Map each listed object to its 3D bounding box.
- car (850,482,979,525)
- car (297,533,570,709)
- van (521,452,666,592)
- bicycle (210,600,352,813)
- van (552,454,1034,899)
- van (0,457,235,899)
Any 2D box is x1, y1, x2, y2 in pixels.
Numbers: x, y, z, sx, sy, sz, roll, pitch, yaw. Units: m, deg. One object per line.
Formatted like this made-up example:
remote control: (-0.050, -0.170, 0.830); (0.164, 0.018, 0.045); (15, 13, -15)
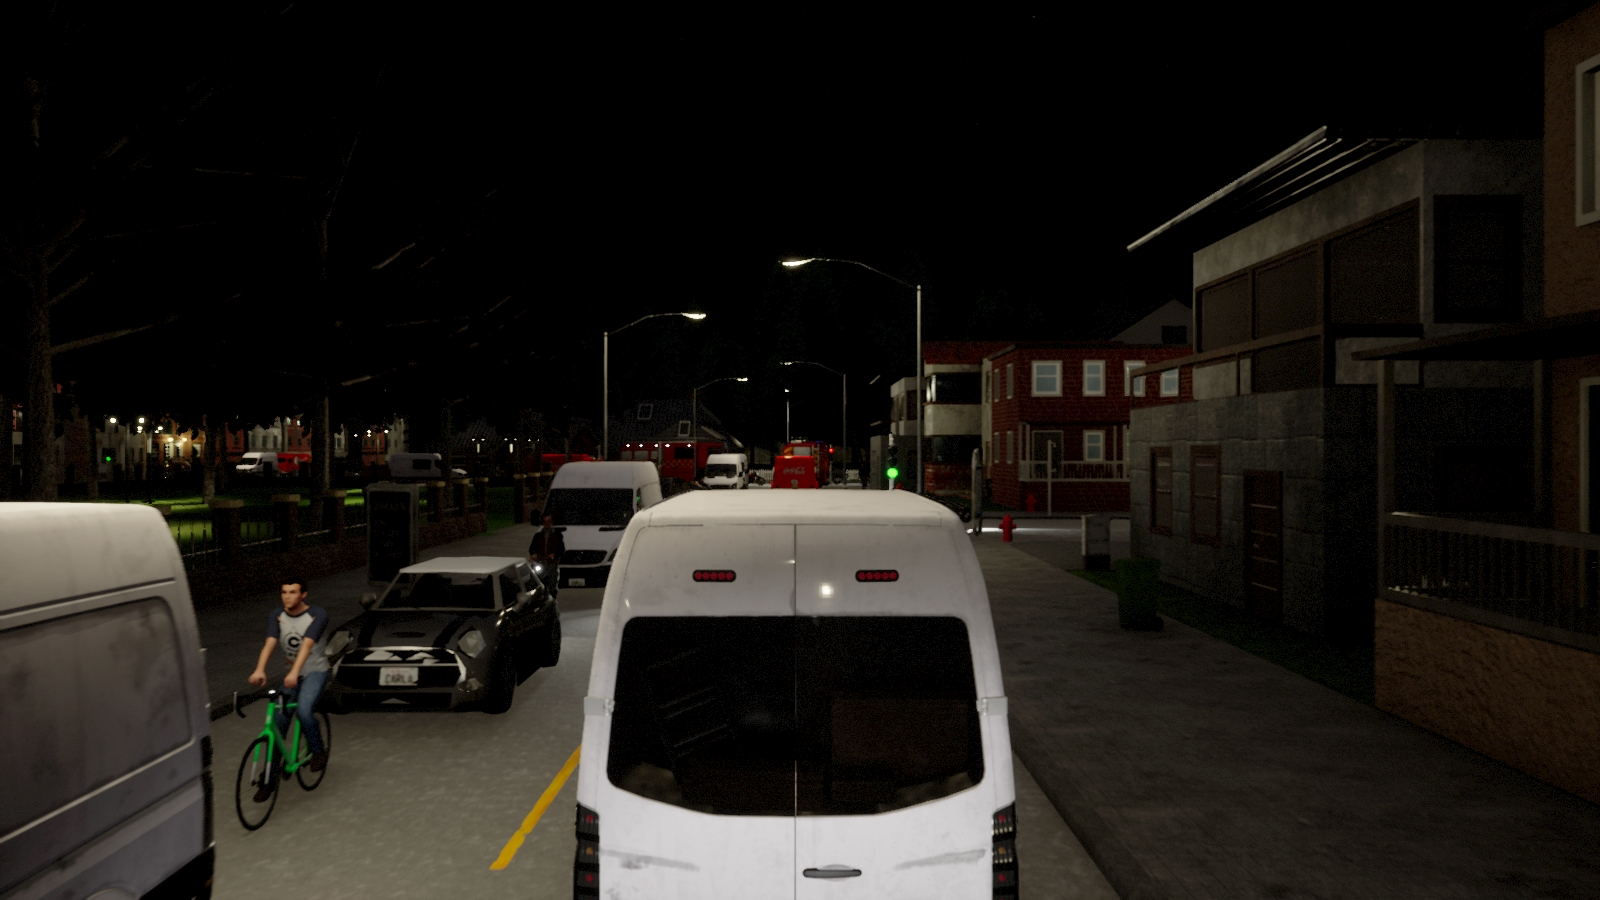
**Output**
car: (4.140, 1.903, 41.368); (4.181, 1.385, 1.994); (0, 0, 28)
car: (-4.044, 1.846, 13.314); (1.970, 1.475, 3.806); (0, 0, 0)
van: (-4.105, 1.317, 23.769); (1.988, 2.561, 5.915); (0, 0, 0)
bicycle: (-4.018, 1.937, 8.964); (0.373, 1.296, 1.643); (0, 0, 0)
van: (-0.037, 1.315, 7.663); (1.988, 2.561, 5.915); (0, 0, 0)
van: (-4.012, 1.315, 3.150); (1.988, 2.561, 5.915); (0, 0, 0)
